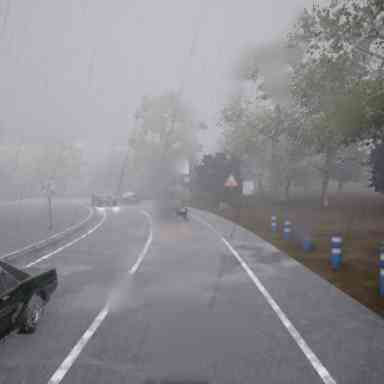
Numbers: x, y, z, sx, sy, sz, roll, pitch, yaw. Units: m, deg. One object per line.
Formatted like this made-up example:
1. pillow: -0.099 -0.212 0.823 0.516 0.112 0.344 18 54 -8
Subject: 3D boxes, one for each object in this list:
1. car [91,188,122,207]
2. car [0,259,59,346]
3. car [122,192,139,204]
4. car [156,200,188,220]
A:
1. car: -10.524 0.572 39.619 2.150 2.045 5.566 -3 2 -28
2. car: -3.385 1.593 3.936 1.895 1.301 4.718 0 0 0
3. car: -8.197 0.673 42.427 1.812 1.442 4.674 -3 2 -28
4. car: -1.587 1.192 24.278 1.895 1.301 4.718 -1 2 -10
